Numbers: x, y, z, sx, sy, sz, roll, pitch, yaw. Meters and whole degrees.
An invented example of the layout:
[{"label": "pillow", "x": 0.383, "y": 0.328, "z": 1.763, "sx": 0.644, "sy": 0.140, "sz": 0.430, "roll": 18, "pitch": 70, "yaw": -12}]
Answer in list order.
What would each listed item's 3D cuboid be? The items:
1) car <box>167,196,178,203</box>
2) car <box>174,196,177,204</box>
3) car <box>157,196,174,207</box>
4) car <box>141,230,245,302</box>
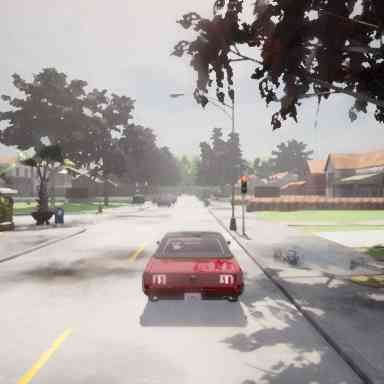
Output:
[{"label": "car", "x": -4.127, "y": 1.538, "z": 71.179, "sx": 2.033, "sy": 1.411, "sz": 5.357, "roll": 0, "pitch": 0, "yaw": 0}, {"label": "car", "x": -4.175, "y": 1.562, "z": 60.817, "sx": 1.994, "sy": 1.385, "sz": 4.181, "roll": 0, "pitch": 0, "yaw": 0}, {"label": "car", "x": -4.187, "y": 1.599, "z": 50.826, "sx": 1.895, "sy": 1.301, "sz": 4.718, "roll": 0, "pitch": 0, "yaw": 0}, {"label": "car", "x": 0.037, "y": 1.601, "z": 8.202, "sx": 1.895, "sy": 1.301, "sz": 4.718, "roll": 0, "pitch": 0, "yaw": 0}]
